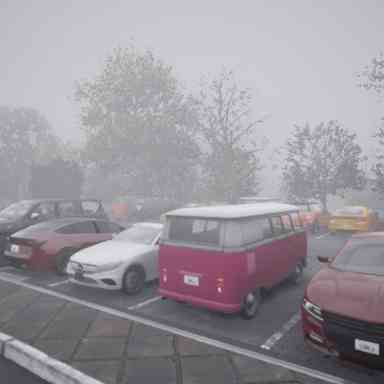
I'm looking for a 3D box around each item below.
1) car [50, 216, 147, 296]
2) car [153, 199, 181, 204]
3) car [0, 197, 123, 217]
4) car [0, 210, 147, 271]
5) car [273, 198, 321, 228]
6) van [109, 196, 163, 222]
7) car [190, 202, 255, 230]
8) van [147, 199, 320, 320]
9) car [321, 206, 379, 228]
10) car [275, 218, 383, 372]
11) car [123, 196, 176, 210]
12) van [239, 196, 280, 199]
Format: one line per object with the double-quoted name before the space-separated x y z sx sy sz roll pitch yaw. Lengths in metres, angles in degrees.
"car" -1.070 1.542 9.042 2.002 1.452 4.674 0 0 36
"car" -0.144 1.524 24.245 1.946 1.575 5.366 0 0 36
"car" -5.600 1.267 12.254 2.435 2.045 5.566 0 0 36
"car" -3.309 1.540 10.682 2.163 1.488 4.792 0 0 36
"car" 6.696 1.376 19.527 2.185 1.767 4.553 0 0 36
"van" -4.568 1.340 27.791 1.878 1.987 4.442 -1 0 36
"car" 2.209 1.518 22.777 2.231 1.521 4.892 0 0 36
"van" 1.252 1.269 7.517 1.878 1.987 4.442 0 0 36
"car" 8.861 1.494 18.006 2.097 1.535 5.008 0 0 36
"car" 3.444 1.486 5.808 2.097 1.535 5.008 0 0 36
"car" -2.271 1.289 26.033 2.435 2.045 5.566 -1 0 36
"van" 4.531 1.283 21.262 1.878 1.987 4.442 0 0 36
